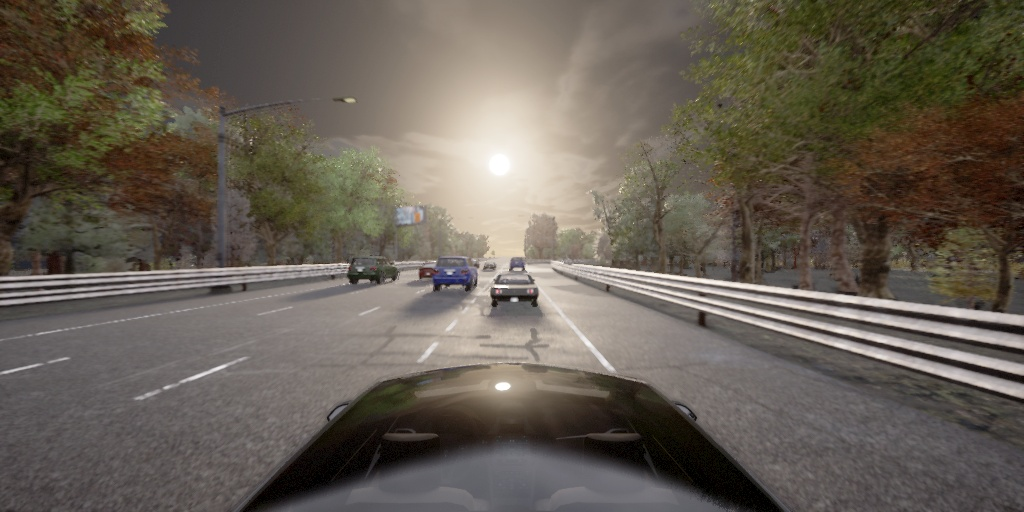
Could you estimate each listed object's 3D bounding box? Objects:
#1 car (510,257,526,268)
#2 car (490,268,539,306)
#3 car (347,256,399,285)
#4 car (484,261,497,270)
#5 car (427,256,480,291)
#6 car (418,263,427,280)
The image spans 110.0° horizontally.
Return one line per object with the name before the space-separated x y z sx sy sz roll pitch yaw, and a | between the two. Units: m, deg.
car | 0.904 1.123 54.083 2.150 2.045 5.566 0 0 4
car | 0.100 1.392 15.952 1.895 1.301 4.718 0 0 0
car | -10.401 1.046 27.234 2.150 2.045 5.566 0 0 0
car | -3.404 1.510 56.876 1.895 1.301 4.718 0 0 0
car | -3.400 1.031 22.295 2.150 2.045 5.566 0 0 0
car | -6.902 1.315 31.956 1.882 1.535 5.008 0 0 0
